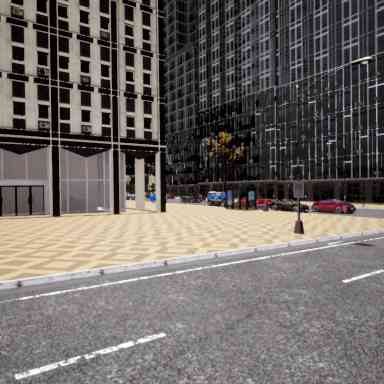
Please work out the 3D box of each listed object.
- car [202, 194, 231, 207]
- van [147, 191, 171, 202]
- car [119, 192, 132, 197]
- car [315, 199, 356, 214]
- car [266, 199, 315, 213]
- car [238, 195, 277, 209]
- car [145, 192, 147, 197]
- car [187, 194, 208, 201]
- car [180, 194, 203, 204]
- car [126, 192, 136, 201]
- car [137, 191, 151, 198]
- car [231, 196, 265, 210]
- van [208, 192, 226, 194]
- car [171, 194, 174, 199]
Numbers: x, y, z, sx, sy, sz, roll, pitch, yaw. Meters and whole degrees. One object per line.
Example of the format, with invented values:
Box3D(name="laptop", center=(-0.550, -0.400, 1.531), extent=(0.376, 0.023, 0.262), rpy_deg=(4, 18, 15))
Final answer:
Box3D(name="car", center=(3.792, 1.320, 44.308), extent=(1.947, 1.339, 4.313), rpy_deg=(0, 1, -35))
Box3D(name="van", center=(-5.846, 0.937, 58.369), extent=(1.690, 1.788, 3.998), rpy_deg=(0, 1, -35))
Box3D(name="car", center=(-18.313, 0.689, 91.198), extent=(2.008, 1.369, 4.403), rpy_deg=(0, 1, -35))
Box3D(name="car", center=(14.296, 1.409, 33.722), extent=(1.994, 1.385, 4.181), rpy_deg=(-1, 1, -35))
Box3D(name="car", center=(10.185, 1.424, 34.907), extent=(1.947, 1.339, 4.313), rpy_deg=(0, 1, -35))
Box3D(name="car", center=(8.285, 1.226, 42.437), extent=(1.882, 1.535, 5.008), rpy_deg=(-1, 1, -35))
Box3D(name="car", center=(-8.631, 0.615, 77.161), extent=(2.192, 1.841, 5.009), rpy_deg=(0, 1, -35))
Box3D(name="car", center=(1.052, 1.043, 63.129), extent=(1.802, 1.307, 4.206), rpy_deg=(0, 1, -35))
Box3D(name="car", center=(-0.183, 1.117, 54.756), extent=(1.837, 1.490, 4.892), rpy_deg=(-1, 1, -34))
Box3D(name="car", center=(-12.301, 1.040, 67.728), extent=(2.008, 1.369, 4.403), rpy_deg=(0, 1, -35))
Box3D(name="car", center=(-11.859, 0.686, 81.840), extent=(1.967, 1.590, 4.097), rpy_deg=(0, 1, -35))
Box3D(name="car", center=(6.971, 1.388, 39.597), extent=(1.802, 1.307, 4.206), rpy_deg=(0, 1, -35))
Box3D(name="van", center=(4.279, 0.855, 58.448), extent=(1.690, 1.788, 3.998), rpy_deg=(0, 1, -35))
Box3D(name="car", center=(-5.403, 0.936, 72.486), extent=(1.802, 1.307, 4.206), rpy_deg=(0, 1, -35))
